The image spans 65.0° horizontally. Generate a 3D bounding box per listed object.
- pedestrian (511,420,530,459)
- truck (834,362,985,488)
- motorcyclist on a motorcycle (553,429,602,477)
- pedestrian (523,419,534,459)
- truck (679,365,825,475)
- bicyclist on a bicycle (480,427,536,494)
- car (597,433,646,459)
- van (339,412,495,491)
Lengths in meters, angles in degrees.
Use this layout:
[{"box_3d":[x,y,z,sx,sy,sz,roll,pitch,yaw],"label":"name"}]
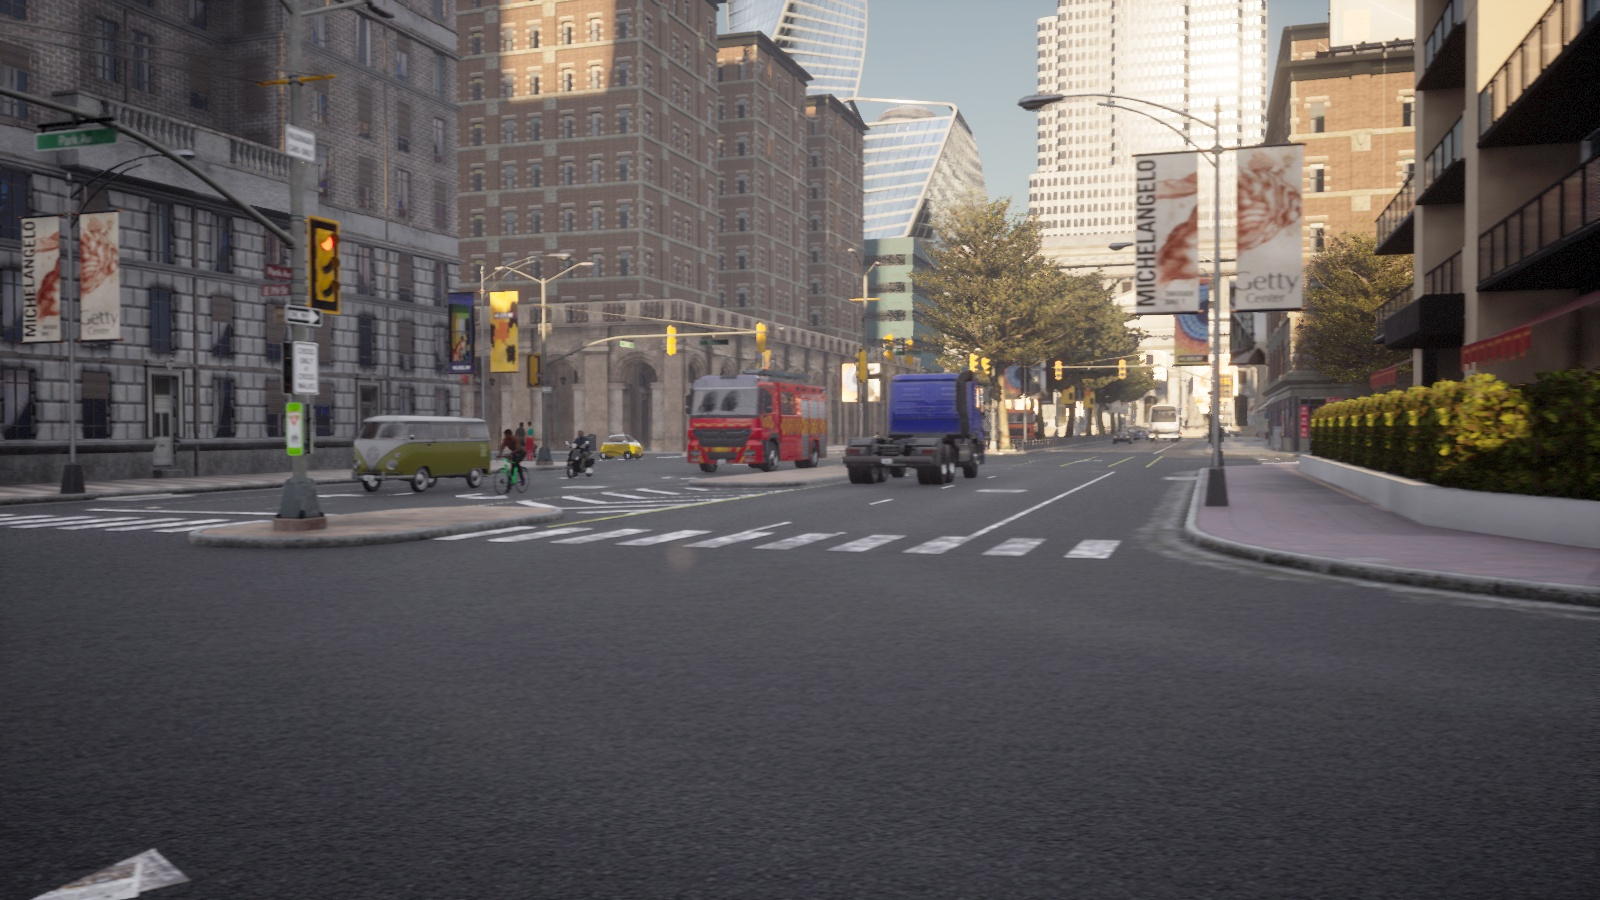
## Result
[{"box_3d":[-12.986,-0.500,58.331,0.328,1.805,0.869,1,1,33],"label":"pedestrian"},{"box_3d":[3.560,-0.762,38.686,2.891,3.462,7.936,1,1,18],"label":"truck"},{"box_3d":[-7.432,0.078,42.096,0.866,1.590,1.817,1,1,18],"label":"motorcyclist on a motorcycle"},{"box_3d":[-12.517,-0.490,57.850,0.345,1.836,0.594,0,1,-31],"label":"pedestrian"},{"box_3d":[-1.650,-1.121,48.481,2.891,3.827,8.468,1,1,18],"label":"truck"},{"box_3d":[-7.267,0.250,31.345,0.582,1.620,1.656,1,1,18],"label":"bicyclist on a bicycle"},{"box_3d":[-9.608,-0.238,67.587,2.207,1.376,1.481,0,1,18],"label":"car"},{"box_3d":[-10.171,0.001,33.722,1.775,1.987,4.442,1,1,18],"label":"van"}]
